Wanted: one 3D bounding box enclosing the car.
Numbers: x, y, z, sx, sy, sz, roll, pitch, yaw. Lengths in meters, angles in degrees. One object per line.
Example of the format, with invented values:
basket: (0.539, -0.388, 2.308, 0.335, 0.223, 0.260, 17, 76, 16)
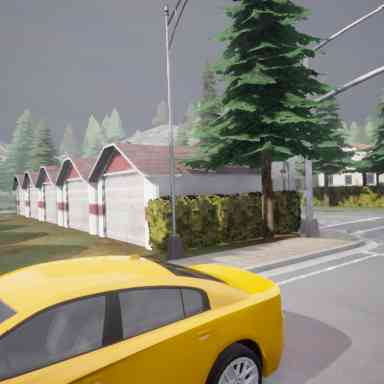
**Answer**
car: (-1.277, 1.452, 3.078, 5.008, 1.535, 1.882, -2, 1, -35)
